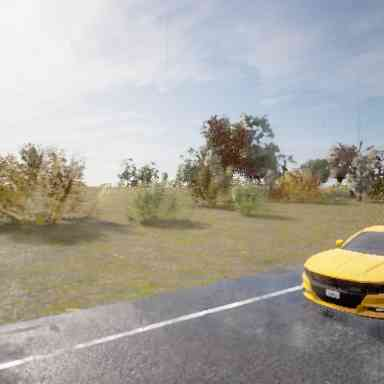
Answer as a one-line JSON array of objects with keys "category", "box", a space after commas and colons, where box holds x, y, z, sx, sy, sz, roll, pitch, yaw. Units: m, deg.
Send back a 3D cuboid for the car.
[{"category": "car", "box": [4.450, 1.480, 7.168, 5.008, 1.535, 1.882, 0, 0, -35]}]
